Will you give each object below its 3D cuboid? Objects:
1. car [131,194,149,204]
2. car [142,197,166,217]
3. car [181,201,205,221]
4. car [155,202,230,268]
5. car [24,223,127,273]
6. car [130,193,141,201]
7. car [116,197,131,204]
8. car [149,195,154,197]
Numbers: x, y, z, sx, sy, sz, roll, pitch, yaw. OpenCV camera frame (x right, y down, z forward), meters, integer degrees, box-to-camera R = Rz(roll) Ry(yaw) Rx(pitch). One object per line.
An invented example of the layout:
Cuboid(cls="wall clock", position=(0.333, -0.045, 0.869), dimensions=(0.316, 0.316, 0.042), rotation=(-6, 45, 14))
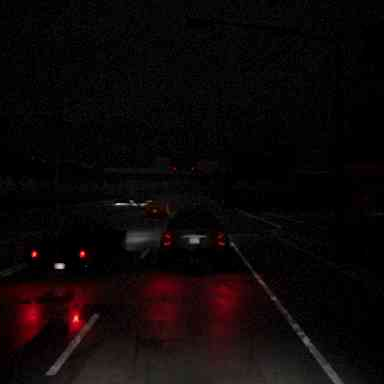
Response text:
Cuboid(cls="car", position=(-10.509, 1.535, 67.432), dimensions=(1.882, 1.535, 5.008), rotation=(0, 1, 0))
Cuboid(cls="car", position=(-3.410, 1.609, 33.176), dimensions=(1.882, 1.535, 5.008), rotation=(0, 0, 0))
Cuboid(cls="car", position=(0.084, 1.596, 29.539), dimensions=(1.882, 1.535, 5.008), rotation=(0, 0, 0))
Cuboid(cls="car", position=(0.079, 1.404, 11.575), dimensions=(2.097, 1.767, 4.553), rotation=(0, 0, 0))
Cuboid(cls="car", position=(-3.420, 1.647, 10.843), dimensions=(1.895, 1.301, 4.718), rotation=(0, 0, 0))
Cuboid(cls="car", position=(-14.010, 1.216, 82.968), dimensions=(2.097, 1.767, 4.553), rotation=(0, 1, 0))
Cuboid(cls="car", position=(-14.009, 1.612, 67.244), dimensions=(1.994, 1.385, 4.181), rotation=(0, 1, 0))
Cuboid(cls="car", position=(-10.510, 1.400, 82.978), dimensions=(2.033, 1.411, 5.357), rotation=(0, 1, 0))
